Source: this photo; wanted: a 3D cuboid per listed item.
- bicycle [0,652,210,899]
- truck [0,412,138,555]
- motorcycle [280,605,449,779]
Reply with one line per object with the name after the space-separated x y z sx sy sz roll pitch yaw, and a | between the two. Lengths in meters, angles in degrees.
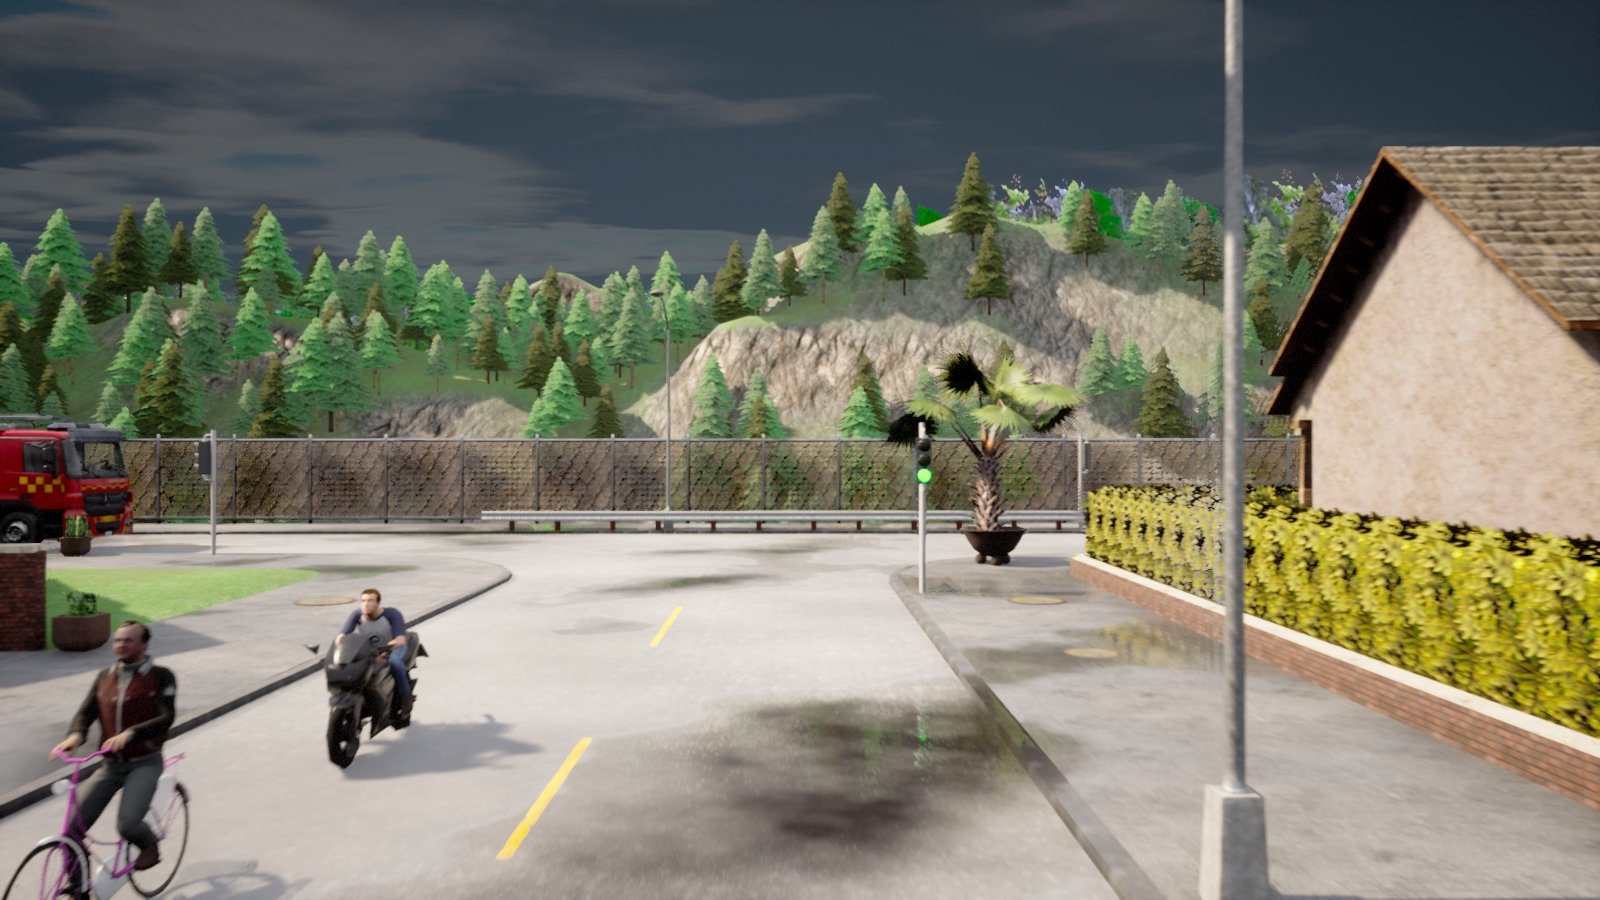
-4.046 2.061 6.610 0.329 1.471 1.835 0 0 -1 | bicycle
-23.629 0.896 32.025 8.468 3.827 2.891 0 0 -1 | truck
-4.007 2.187 10.702 0.803 1.199 2.033 0 0 0 | motorcycle
